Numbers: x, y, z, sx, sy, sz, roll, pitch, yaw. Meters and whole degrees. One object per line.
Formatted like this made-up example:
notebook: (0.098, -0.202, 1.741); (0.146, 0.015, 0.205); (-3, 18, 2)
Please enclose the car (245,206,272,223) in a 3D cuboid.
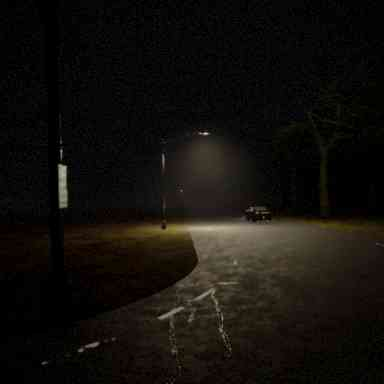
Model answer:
car: (6.365, 2.150, 32.249); (2.128, 1.511, 4.902); (-1, -1, -2)
